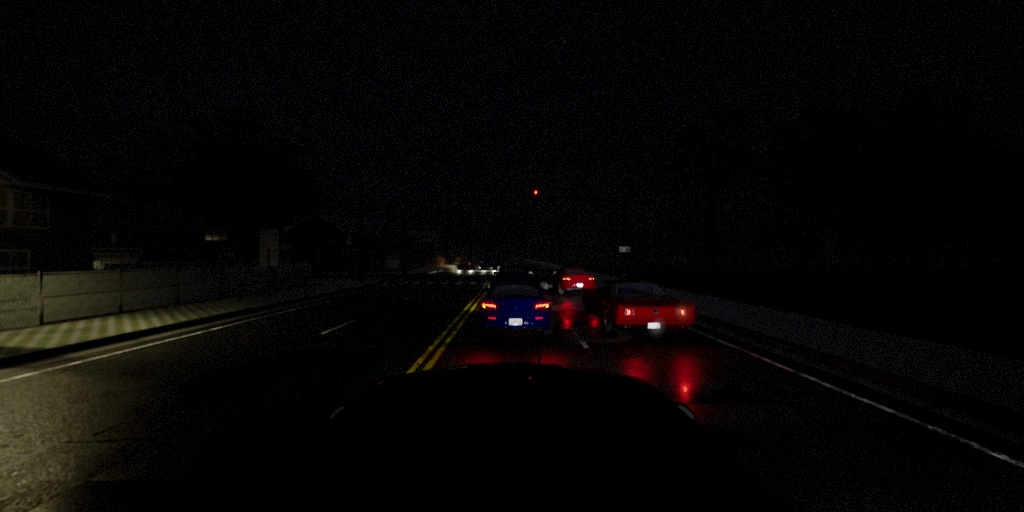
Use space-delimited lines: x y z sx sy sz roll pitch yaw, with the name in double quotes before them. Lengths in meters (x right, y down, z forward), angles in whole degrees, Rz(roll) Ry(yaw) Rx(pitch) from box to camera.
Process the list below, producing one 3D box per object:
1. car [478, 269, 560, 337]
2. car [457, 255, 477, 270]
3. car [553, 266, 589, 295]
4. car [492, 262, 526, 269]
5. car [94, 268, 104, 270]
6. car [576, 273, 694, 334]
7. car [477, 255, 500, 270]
"car" 0.090 1.269 10.143 1.812 1.442 4.674 0 0 0
"car" -6.548 1.049 50.923 2.097 1.767 4.553 0 0 0
"car" 3.324 1.261 19.730 1.812 1.442 4.674 0 0 0
"car" 0.071 1.240 19.404 1.837 1.490 4.892 0 0 0
"car" -37.547 1.335 30.527 5.357 1.411 2.033 0 0 0
"car" 3.342 1.344 10.623 1.895 1.301 4.718 0 0 0
"car" -3.295 0.915 51.750 2.150 2.045 5.566 0 0 1
